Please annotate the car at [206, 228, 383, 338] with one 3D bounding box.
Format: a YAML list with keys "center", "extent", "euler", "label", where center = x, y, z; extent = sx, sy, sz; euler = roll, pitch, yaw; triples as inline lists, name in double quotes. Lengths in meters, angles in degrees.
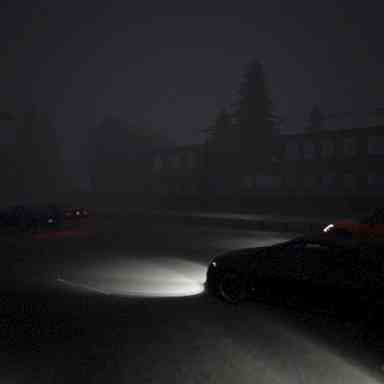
- center: [2.354, 1.558, 6.611]
  extent: [4.181, 1.385, 1.994]
  euler: [0, 0, 35]
  label: "car"

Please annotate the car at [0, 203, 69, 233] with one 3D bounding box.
- center: [-9.712, 1.418, 19.500]
  extent: [5.008, 1.535, 1.882]
  euler: [0, 0, 35]
  label: "car"

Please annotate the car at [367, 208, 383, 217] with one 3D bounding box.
- center: [7.044, 1.348, 11.864]
  extent: [4.553, 1.767, 2.097]
  euler: [0, 0, 35]
  label: "car"

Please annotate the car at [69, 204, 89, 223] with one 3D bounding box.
- center: [-9.706, 1.480, 23.793]
  extent: [5.357, 1.411, 2.033]
  euler: [0, 0, 35]
  label: "car"

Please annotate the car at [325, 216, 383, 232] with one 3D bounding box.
- center: [6.218, 1.548, 8.155]
  extent: [5.357, 1.411, 2.033]
  euler: [0, 0, 35]
  label: "car"
